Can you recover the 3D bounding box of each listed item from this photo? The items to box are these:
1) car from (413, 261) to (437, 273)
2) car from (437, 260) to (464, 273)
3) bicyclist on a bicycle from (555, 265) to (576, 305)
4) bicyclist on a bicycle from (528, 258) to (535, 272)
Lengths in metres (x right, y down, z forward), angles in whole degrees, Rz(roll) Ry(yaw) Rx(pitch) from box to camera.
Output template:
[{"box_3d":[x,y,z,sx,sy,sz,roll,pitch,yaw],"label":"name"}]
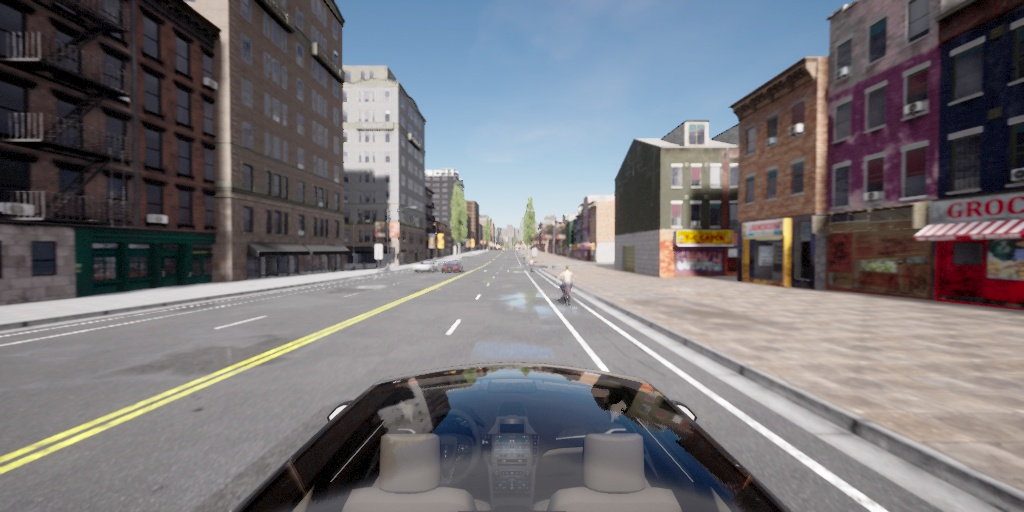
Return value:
[{"box_3d":[-9.798,1.213,40.772,1.895,1.301,4.718,0,0,1],"label":"car"},{"box_3d":[-6.559,1.183,39.795,1.994,1.385,4.181,0,0,1],"label":"car"},{"box_3d":[2.249,1.172,14.807,0.866,1.612,1.509,0,0,0],"label":"bicyclist on a bicycle"},{"box_3d":[2.242,1.049,40.699,0.866,1.612,1.509,0,0,0],"label":"bicyclist on a bicycle"}]
